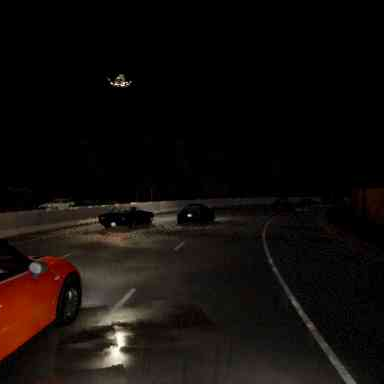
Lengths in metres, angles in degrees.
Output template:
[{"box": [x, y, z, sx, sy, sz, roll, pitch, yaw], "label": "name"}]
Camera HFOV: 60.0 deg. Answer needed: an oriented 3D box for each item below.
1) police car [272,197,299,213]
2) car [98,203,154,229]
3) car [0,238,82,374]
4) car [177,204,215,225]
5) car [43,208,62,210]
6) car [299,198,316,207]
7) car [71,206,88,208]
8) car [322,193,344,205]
[{"box": [10.654, 1.436, 38.317, 1.930, 1.638, 5.238, 0, 0, 27], "label": "police car"}, {"box": [-4.050, 1.575, 21.560, 1.895, 1.301, 4.718, 0, 0, 14], "label": "car"}, {"box": [-3.111, 1.339, 4.198, 2.097, 1.767, 4.553, 0, 0, 3], "label": "car"}, {"box": [0.390, 1.550, 24.450, 1.994, 1.385, 4.181, 0, 0, 16], "label": "car"}, {"box": [-14.423, 1.458, 36.026, 1.812, 1.442, 4.674, 0, 0, 20], "label": "car"}, {"box": [18.204, 1.589, 52.855, 1.994, 1.385, 4.181, 0, 0, 38], "label": "car"}, {"box": [-10.863, 1.491, 35.730, 2.033, 1.411, 5.357, 0, 0, 21], "label": "car"}, {"box": [26.250, 1.268, 62.075, 5.566, 2.045, 2.150, 0, 0, -44], "label": "car"}]
